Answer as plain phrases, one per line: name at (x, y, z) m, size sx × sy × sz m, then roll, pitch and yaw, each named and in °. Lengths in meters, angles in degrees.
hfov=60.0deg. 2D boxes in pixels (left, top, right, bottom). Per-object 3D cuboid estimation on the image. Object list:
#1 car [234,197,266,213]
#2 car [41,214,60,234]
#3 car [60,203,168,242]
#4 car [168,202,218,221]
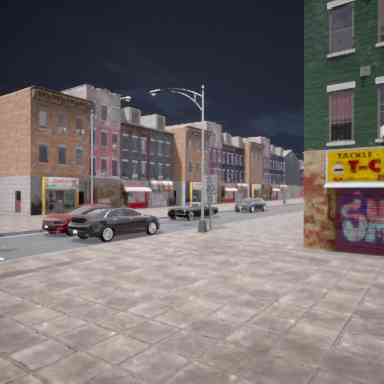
car at (6.156, 1.323, 34.679) m, size 1.837 × 1.490 × 4.892 m, roll 0°, pitch 0°, yaw 36°
car at (-5.665, 1.403, 18.203) m, size 1.882 × 1.535 × 5.008 m, roll 0°, pitch 0°, yaw 34°
car at (-3.595, 1.443, 16.210) m, size 1.837 × 1.490 × 4.892 m, roll 0°, pitch 0°, yaw 36°
car at (0.120, 1.473, 26.291) m, size 1.895 × 1.301 × 4.718 m, roll 0°, pitch 0°, yaw 36°
